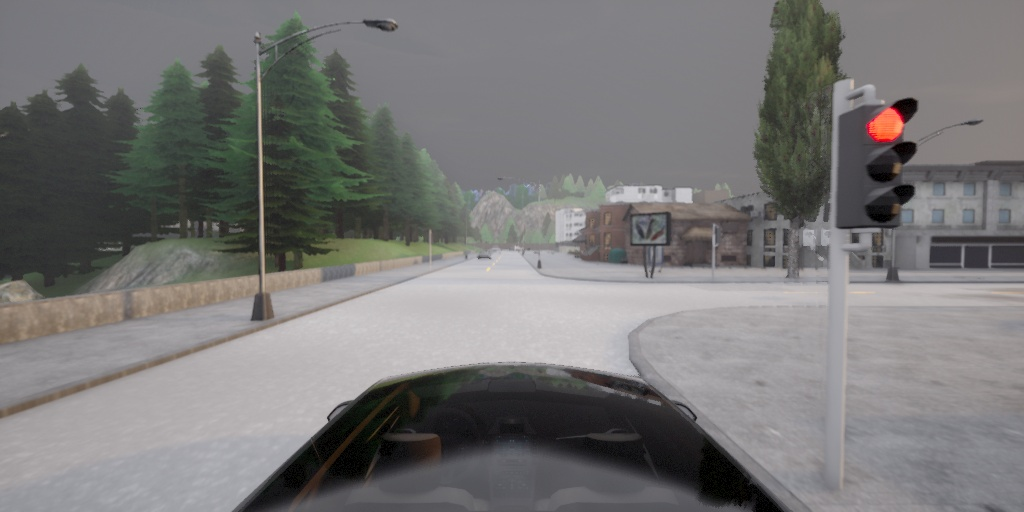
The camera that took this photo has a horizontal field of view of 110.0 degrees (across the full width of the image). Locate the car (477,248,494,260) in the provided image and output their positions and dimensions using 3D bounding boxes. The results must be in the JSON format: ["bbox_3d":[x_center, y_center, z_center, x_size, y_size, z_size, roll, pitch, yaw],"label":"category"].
[{"bbox_3d":[-4.010,-0.088,52.225,1.895,1.301,4.718,0,2,0],"label":"car"}]
